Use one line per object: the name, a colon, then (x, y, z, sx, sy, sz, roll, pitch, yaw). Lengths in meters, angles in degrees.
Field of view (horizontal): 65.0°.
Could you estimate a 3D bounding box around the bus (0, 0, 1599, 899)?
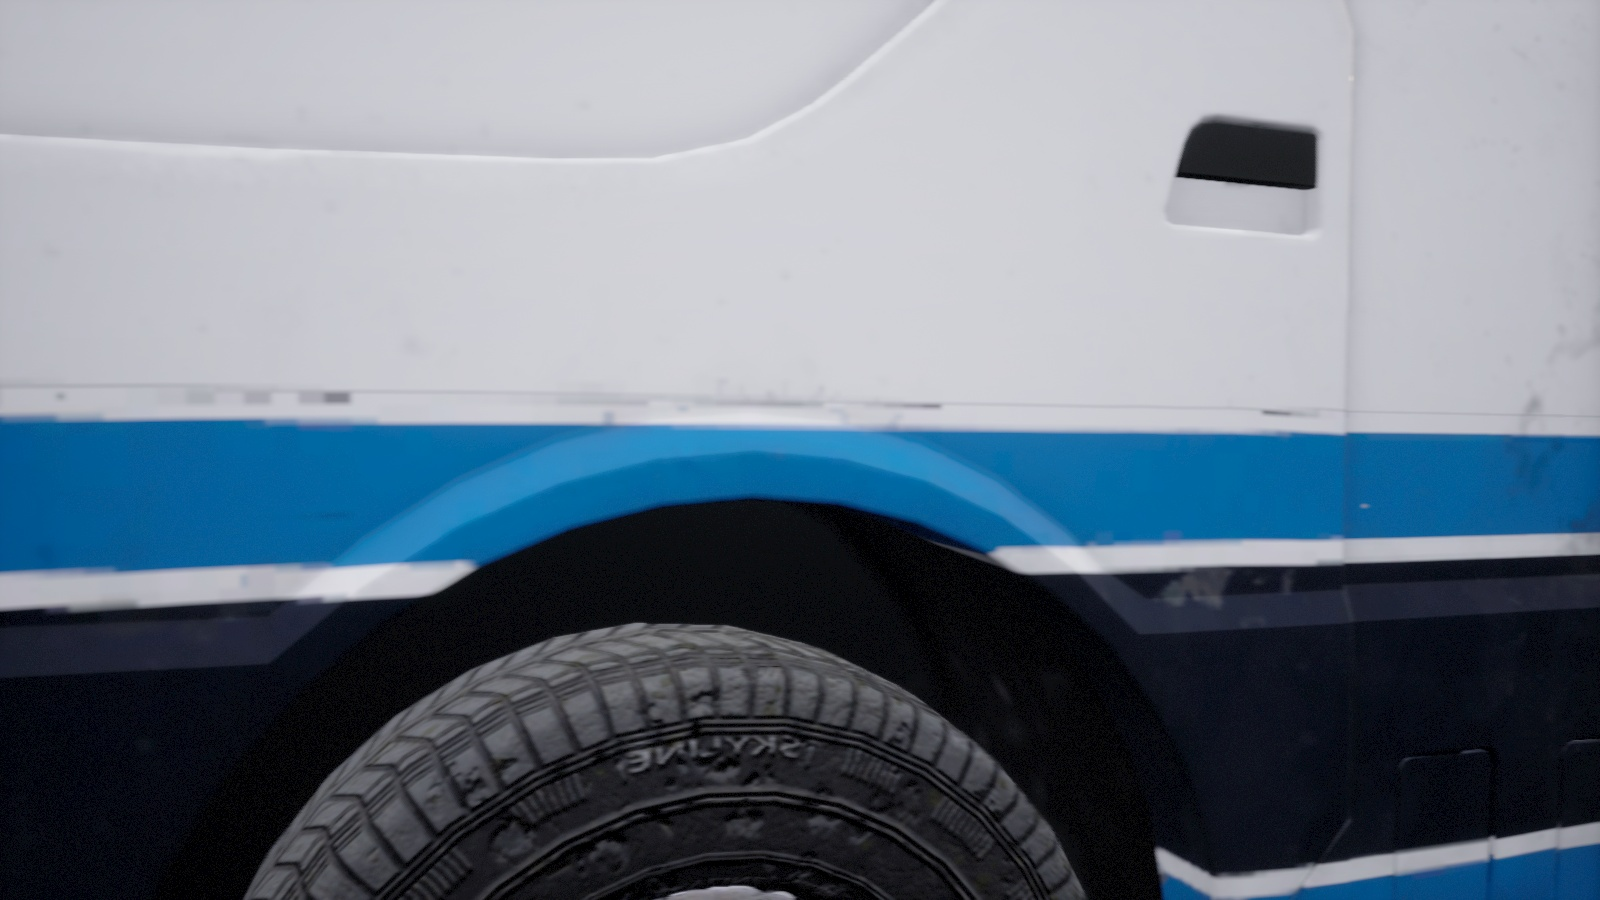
bus: (2.092, -0.667, 4.018, 10.273, 4.253, 3.944, -1, 1, -21)
